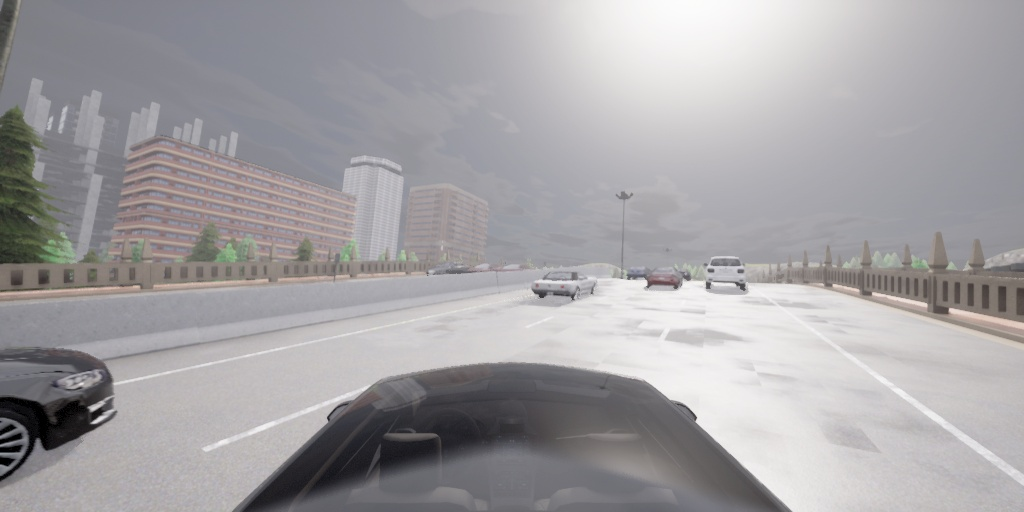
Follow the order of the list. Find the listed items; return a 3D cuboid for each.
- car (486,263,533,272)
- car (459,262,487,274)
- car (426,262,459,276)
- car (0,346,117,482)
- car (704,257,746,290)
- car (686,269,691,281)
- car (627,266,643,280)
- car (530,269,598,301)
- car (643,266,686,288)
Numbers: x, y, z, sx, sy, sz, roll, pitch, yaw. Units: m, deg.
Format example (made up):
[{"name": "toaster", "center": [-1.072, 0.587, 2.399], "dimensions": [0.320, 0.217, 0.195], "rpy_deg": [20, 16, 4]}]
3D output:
[{"name": "car", "center": [0.219, 1.310, 28.055], "dimensions": [1.812, 1.442, 4.674], "rpy_deg": [0, 0, 29]}, {"name": "car", "center": [-2.208, 1.306, 30.899], "dimensions": [1.812, 1.442, 4.674], "rpy_deg": [0, 0, 29]}, {"name": "car", "center": [-5.581, 1.258, 32.030], "dimensions": [2.128, 1.511, 4.902], "rpy_deg": [0, 0, 29]}, {"name": "car", "center": [-5.924, 1.217, 2.058], "dimensions": [2.128, 1.511, 4.902], "rpy_deg": [0, 0, 29]}, {"name": "car", "center": [14.224, 1.077, 24.039], "dimensions": [2.150, 2.045, 5.566], "rpy_deg": [0, 0, 29]}, {"name": "car", "center": [17.601, 1.966, 37.392], "dimensions": [1.895, 1.301, 4.718], "rpy_deg": [0, -4, 29]}, {"name": "car", "center": [12.918, 1.700, 36.152], "dimensions": [2.033, 1.411, 5.357], "rpy_deg": [0, -3, 29]}, {"name": "car", "center": [2.778, 1.383, 17.805], "dimensions": [1.895, 1.301, 4.718], "rpy_deg": [0, 0, 29]}, {"name": "car", "center": [10.480, 1.391, 24.504], "dimensions": [1.994, 1.385, 4.181], "rpy_deg": [0, 0, 29]}]
